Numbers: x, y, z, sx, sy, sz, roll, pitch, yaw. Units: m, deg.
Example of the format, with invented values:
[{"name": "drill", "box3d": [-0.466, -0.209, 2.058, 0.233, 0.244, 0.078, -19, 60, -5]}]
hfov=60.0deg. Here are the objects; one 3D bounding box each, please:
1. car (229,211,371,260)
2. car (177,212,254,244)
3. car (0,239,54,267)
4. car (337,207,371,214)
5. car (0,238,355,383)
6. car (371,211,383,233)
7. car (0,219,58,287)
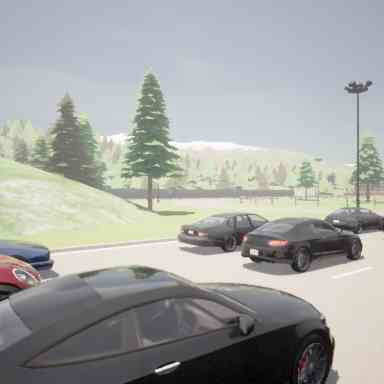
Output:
[{"name": "car", "box3d": [3.608, 1.526, 10.709, 4.674, 1.442, 1.812, 0, 0, -36]}, {"name": "car", "box3d": [1.990, 1.547, 13.845, 5.357, 1.411, 2.033, 0, 0, -36]}, {"name": "car", "box3d": [-4.584, 1.352, 4.760, 4.553, 1.767, 2.097, 0, 0, -36]}, {"name": "car", "box3d": [9.471, 1.564, 19.265, 4.181, 1.385, 1.994, 0, 0, -36]}, {"name": "car", "box3d": [-0.472, 1.526, 3.422, 4.674, 1.442, 1.812, 0, 0, -36]}, {"name": "car", "box3d": [11.117, 1.492, 16.137, 4.902, 1.511, 2.128, 0, 0, -36]}, {"name": "car", "box3d": [-6.246, 1.547, 7.879, 5.357, 1.411, 2.033, 0, 0, -36]}]
